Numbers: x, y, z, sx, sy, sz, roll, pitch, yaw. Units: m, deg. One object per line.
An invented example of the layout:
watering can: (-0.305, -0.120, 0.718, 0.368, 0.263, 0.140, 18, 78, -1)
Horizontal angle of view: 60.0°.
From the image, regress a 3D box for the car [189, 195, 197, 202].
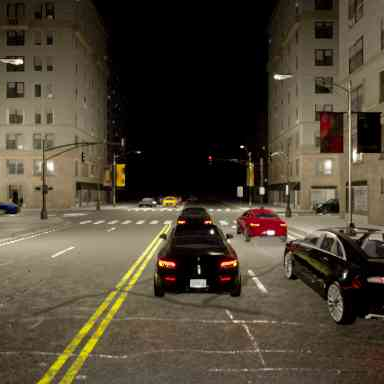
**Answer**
car: (0.175, 1.614, 78.548, 1.895, 1.301, 4.718, 0, 0, 0)

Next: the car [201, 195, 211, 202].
car: (3.424, 1.558, 78.094, 2.033, 1.411, 5.357, 0, 0, 0)

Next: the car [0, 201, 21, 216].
car: (-18.993, 1.463, 31.667, 5.008, 1.535, 1.882, 0, 0, 0)

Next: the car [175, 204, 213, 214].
car: (0.136, 1.530, 17.368, 1.812, 1.442, 4.674, 0, 0, 0)

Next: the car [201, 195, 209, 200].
car: (3.447, 1.443, 88.514, 1.994, 1.385, 4.181, 0, 0, 0)

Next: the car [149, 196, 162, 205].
car: (-6.448, 1.526, 58.902, 1.837, 1.490, 4.892, 0, 0, 0)

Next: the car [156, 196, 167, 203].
car: (-6.347, 1.548, 69.055, 1.812, 1.442, 4.674, 0, 0, 0)

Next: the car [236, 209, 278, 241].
car: (3.284, 1.529, 16.154, 1.812, 1.442, 4.674, 0, 0, 0)

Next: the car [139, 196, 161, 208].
car: (-6.460, 1.565, 49.163, 2.033, 1.411, 5.357, 0, 0, 4)

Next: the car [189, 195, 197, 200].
car: (0.197, 1.443, 88.521, 1.994, 1.385, 4.181, 0, 0, 0)

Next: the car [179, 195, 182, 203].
car: (-3.198, 1.622, 58.788, 1.895, 1.301, 4.718, 0, 0, 0)

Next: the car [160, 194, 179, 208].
car: (-3.244, 1.496, 49.450, 1.882, 1.535, 5.008, 0, 0, -1)

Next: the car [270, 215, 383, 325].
car: (3.353, 1.493, 7.059, 2.128, 1.511, 4.902, 0, 0, 1)

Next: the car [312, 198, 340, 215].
car: (14.837, 1.411, 34.409, 4.553, 1.767, 2.097, 0, 0, 1)

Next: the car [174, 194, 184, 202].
car: (-3.076, 1.354, 78.201, 2.097, 1.767, 4.553, 0, 0, 0)

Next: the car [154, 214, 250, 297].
car: (0.115, 1.527, 8.459, 1.812, 1.442, 4.674, 0, 0, 0)

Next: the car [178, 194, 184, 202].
car: (-3.110, 1.374, 68.240, 2.097, 1.767, 4.553, 0, 0, 0)
